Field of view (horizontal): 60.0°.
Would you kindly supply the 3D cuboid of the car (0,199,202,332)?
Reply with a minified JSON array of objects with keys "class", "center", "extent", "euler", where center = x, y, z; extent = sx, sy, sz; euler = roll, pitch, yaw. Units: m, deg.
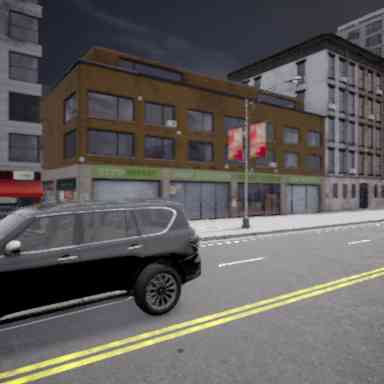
[{"class":"car","center":[-2.402,1.211,5.959],"extent":[5.566,2.045,2.150],"euler":[-2,1,-35]}]

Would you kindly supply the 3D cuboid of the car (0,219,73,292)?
[{"class":"car","center":[-5.441,1.525,7.790],"extent":[4.674,1.442,1.812],"euler":[0,0,-35]}]
